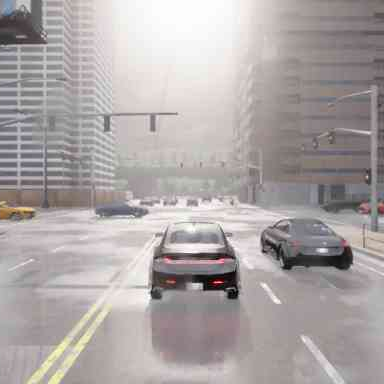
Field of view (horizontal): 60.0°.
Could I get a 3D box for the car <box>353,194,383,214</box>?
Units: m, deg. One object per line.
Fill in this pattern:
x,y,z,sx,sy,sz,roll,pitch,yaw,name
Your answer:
18.967,1.352,32.960,4.553,1.767,2.097,0,0,0,car

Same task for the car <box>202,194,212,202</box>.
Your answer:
3.382,1.355,76.795,2.097,1.767,4.553,0,0,0,car

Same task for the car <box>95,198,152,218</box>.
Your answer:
-6.169,1.525,29.372,4.674,1.442,1.812,0,0,0,car

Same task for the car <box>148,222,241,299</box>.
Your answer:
0.052,1.492,8.420,2.128,1.511,4.902,0,0,0,car

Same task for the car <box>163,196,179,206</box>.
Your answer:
-3.673,1.491,55.049,2.128,1.511,4.902,0,0,0,car

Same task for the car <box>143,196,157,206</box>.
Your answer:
-7.177,1.526,53.254,1.812,1.442,4.674,0,0,1,car

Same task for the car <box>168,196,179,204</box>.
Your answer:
-3.645,1.505,64.988,1.837,1.490,4.892,0,0,0,car

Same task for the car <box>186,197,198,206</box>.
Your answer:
0.035,1.547,56.052,2.033,1.411,5.357,0,0,0,car

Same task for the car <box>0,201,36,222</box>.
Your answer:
-14.806,1.478,25.906,5.008,1.535,1.882,0,0,0,car

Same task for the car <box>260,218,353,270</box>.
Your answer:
3.563,1.564,11.072,1.994,1.385,4.181,0,0,0,car

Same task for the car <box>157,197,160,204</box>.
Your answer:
-7.152,1.526,63.167,1.812,1.442,4.674,0,0,1,car

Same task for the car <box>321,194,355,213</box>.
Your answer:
17.141,1.221,36.480,5.566,2.045,2.150,0,0,0,car
